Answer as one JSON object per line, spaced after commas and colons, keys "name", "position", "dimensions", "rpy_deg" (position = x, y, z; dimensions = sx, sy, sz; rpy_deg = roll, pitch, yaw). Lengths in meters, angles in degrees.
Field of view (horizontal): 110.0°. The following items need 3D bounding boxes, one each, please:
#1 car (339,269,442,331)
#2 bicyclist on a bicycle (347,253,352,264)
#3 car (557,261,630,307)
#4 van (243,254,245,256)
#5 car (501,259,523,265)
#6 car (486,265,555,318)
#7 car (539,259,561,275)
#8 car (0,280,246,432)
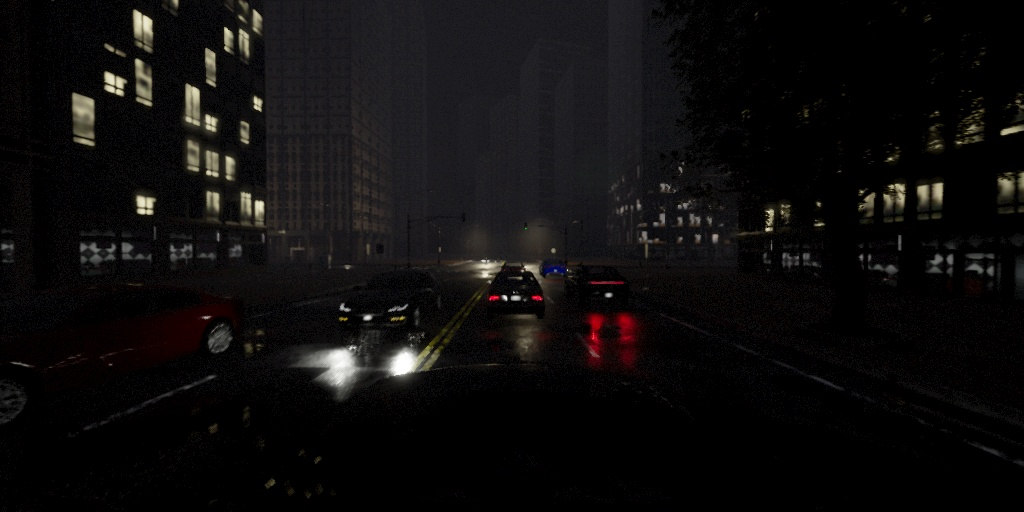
{"name": "car", "position": [-3.348, 1.177, 10.742], "dimensions": [1.837, 1.490, 4.892], "rpy_deg": [0, 0, 0]}
{"name": "bicyclist on a bicycle", "position": [-24.696, 0.384, 54.485], "dimensions": [0.582, 1.620, 1.656], "rpy_deg": [0, 1, 1]}
{"name": "car", "position": [3.353, 1.123, 14.848], "dimensions": [2.128, 1.511, 4.902], "rpy_deg": [0, 0, 0]}
{"name": "van", "position": [-33.927, 0.579, 43.406], "dimensions": [3.998, 1.789, 1.690], "rpy_deg": [0, 0, 1]}
{"name": "car", "position": [0.105, 1.106, 28.343], "dimensions": [1.895, 1.301, 4.718], "rpy_deg": [0, 1, 0]}
{"name": "car", "position": [0.103, 1.201, 12.532], "dimensions": [2.033, 1.411, 5.357], "rpy_deg": [0, 1, 0]}
{"name": "car", "position": [3.356, 0.965, 30.132], "dimensions": [1.882, 1.535, 5.008], "rpy_deg": [0, 1, 0]}
{"name": "car", "position": [-6.601, 1.194, 5.531], "dimensions": [1.882, 1.535, 5.008], "rpy_deg": [0, 0, 0]}
